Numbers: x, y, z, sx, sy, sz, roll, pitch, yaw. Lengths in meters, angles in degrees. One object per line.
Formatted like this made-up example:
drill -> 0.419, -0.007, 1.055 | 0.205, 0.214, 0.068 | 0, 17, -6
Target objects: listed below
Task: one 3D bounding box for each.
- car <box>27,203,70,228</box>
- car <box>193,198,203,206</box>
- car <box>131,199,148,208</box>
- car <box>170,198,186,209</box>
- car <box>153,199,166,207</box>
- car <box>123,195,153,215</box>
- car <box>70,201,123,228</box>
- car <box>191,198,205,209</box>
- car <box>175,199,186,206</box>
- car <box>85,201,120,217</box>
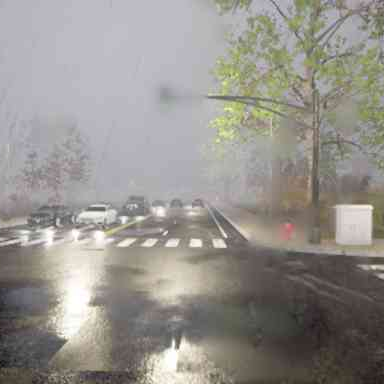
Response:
car -> -9.614, 1.573, 23.092 | 1.837, 1.490, 4.892 | 0, 0, -1
car -> 1.160, 1.840, 62.086 | 1.837, 1.490, 4.892 | 0, 0, 1
car -> -8.755, 1.839, 55.933 | 1.994, 1.385, 4.181 | 0, 0, 2
car -> -2.330, 1.745, 51.745 | 1.882, 1.535, 5.008 | 0, 0, 1
car -> -5.516, 1.845, 55.499 | 1.994, 1.385, 4.181 | 0, 0, 2
car -> -6.011, 1.387, 36.398 | 2.150, 2.045, 5.566 | 0, -1, 2
car -> -6.346, 1.601, 22.725 | 1.812, 1.442, 4.674 | 0, 0, 2
car -> 0.919, 1.781, 51.670 | 1.837, 1.490, 4.892 | 0, 0, 1
car -> -2.088, 1.929, 62.190 | 1.895, 1.301, 4.718 | 0, 0, 1
car -> -9.299, 1.694, 34.983 | 2.033, 1.411, 5.357 | 0, 0, 2
